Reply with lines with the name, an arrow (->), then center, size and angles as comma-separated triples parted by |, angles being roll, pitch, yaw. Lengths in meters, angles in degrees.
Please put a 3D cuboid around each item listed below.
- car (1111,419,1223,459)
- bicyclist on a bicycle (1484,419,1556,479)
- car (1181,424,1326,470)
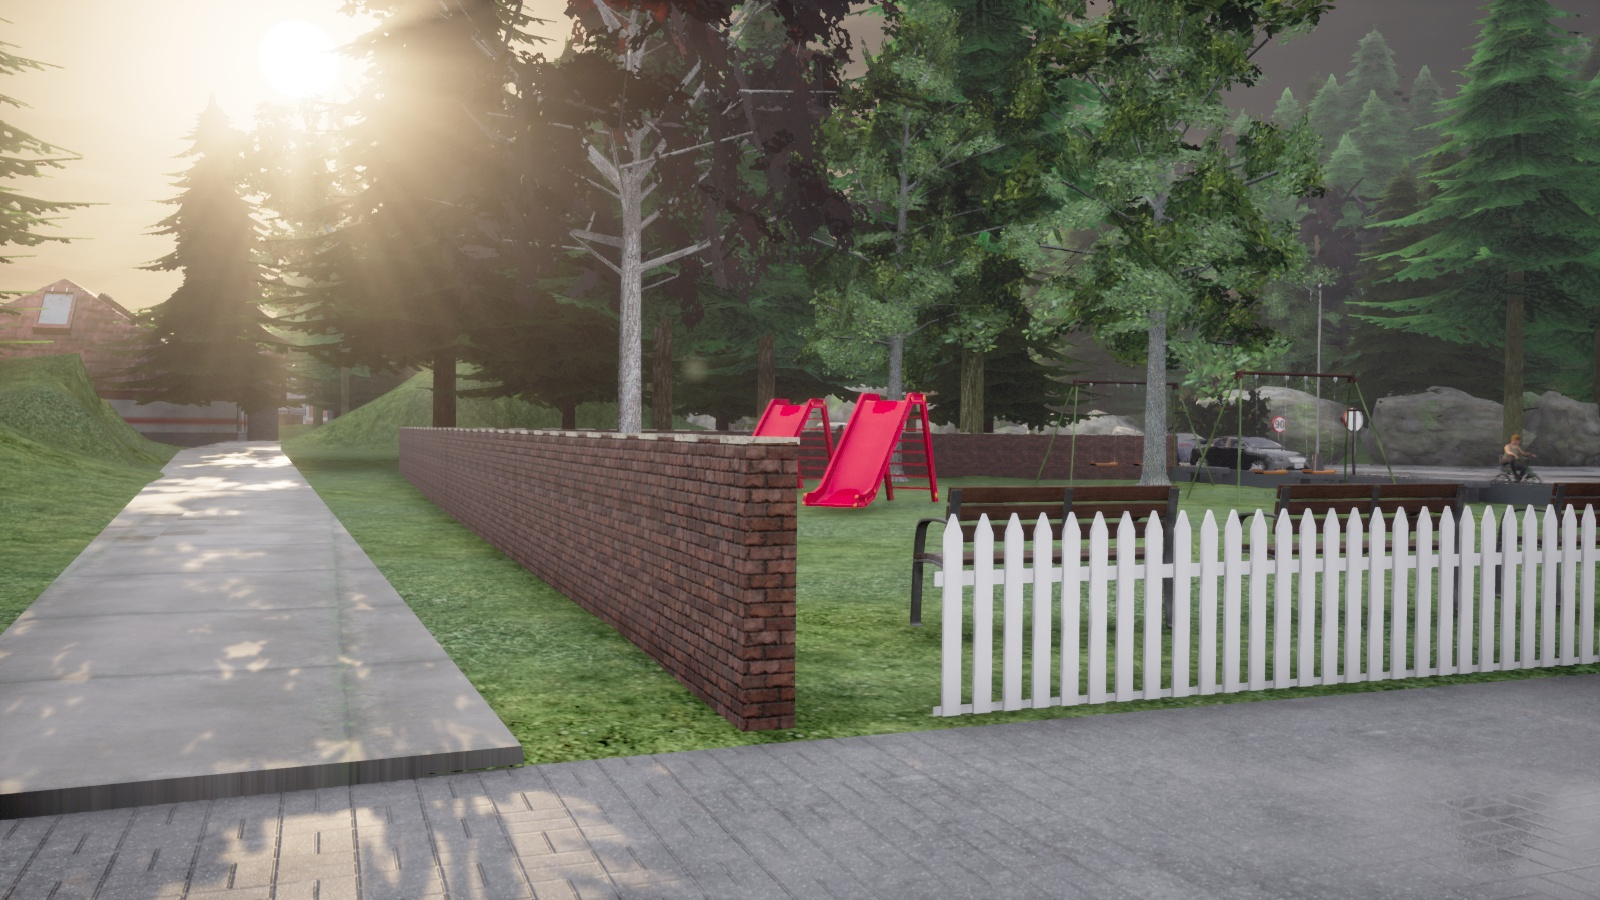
car -> 16.063, -0.496, 55.296 | 2.152, 1.651, 5.027 | -1, 1, -21
bicyclist on a bicycle -> 19.742, -0.039, 34.444 | 0.866, 1.612, 1.509 | -1, 1, -21
car -> 15.929, -0.140, 44.425 | 2.128, 1.511, 4.902 | -1, 1, -21
